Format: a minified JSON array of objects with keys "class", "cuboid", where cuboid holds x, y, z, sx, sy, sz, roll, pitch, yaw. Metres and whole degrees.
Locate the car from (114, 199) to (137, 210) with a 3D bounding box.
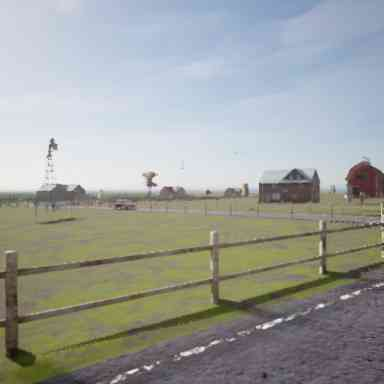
[{"class":"car","cuboid":[-11.349,2.045,56.375,2.097,1.767,4.553,0,-1,-44]}]
